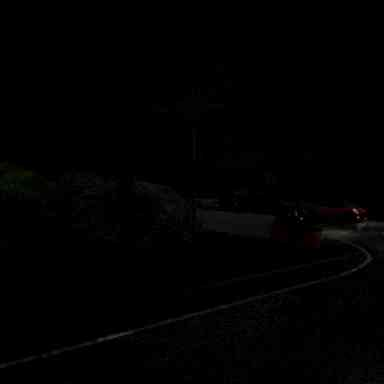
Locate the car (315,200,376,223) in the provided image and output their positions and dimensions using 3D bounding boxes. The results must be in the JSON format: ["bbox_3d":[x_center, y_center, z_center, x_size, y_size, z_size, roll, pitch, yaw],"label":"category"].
[{"bbox_3d":[11.735,1.427,26.776,2.097,1.767,4.553,0,0,-36],"label":"car"}]

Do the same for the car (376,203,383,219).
[{"bbox_3d":[15.397,1.606,27.695,2.033,1.411,5.357,0,0,-36],"label":"car"}]

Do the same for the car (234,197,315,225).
[{"bbox_3d":[5.416,1.330,23.563,2.150,2.045,5.566,0,0,-36],"label":"car"}]
